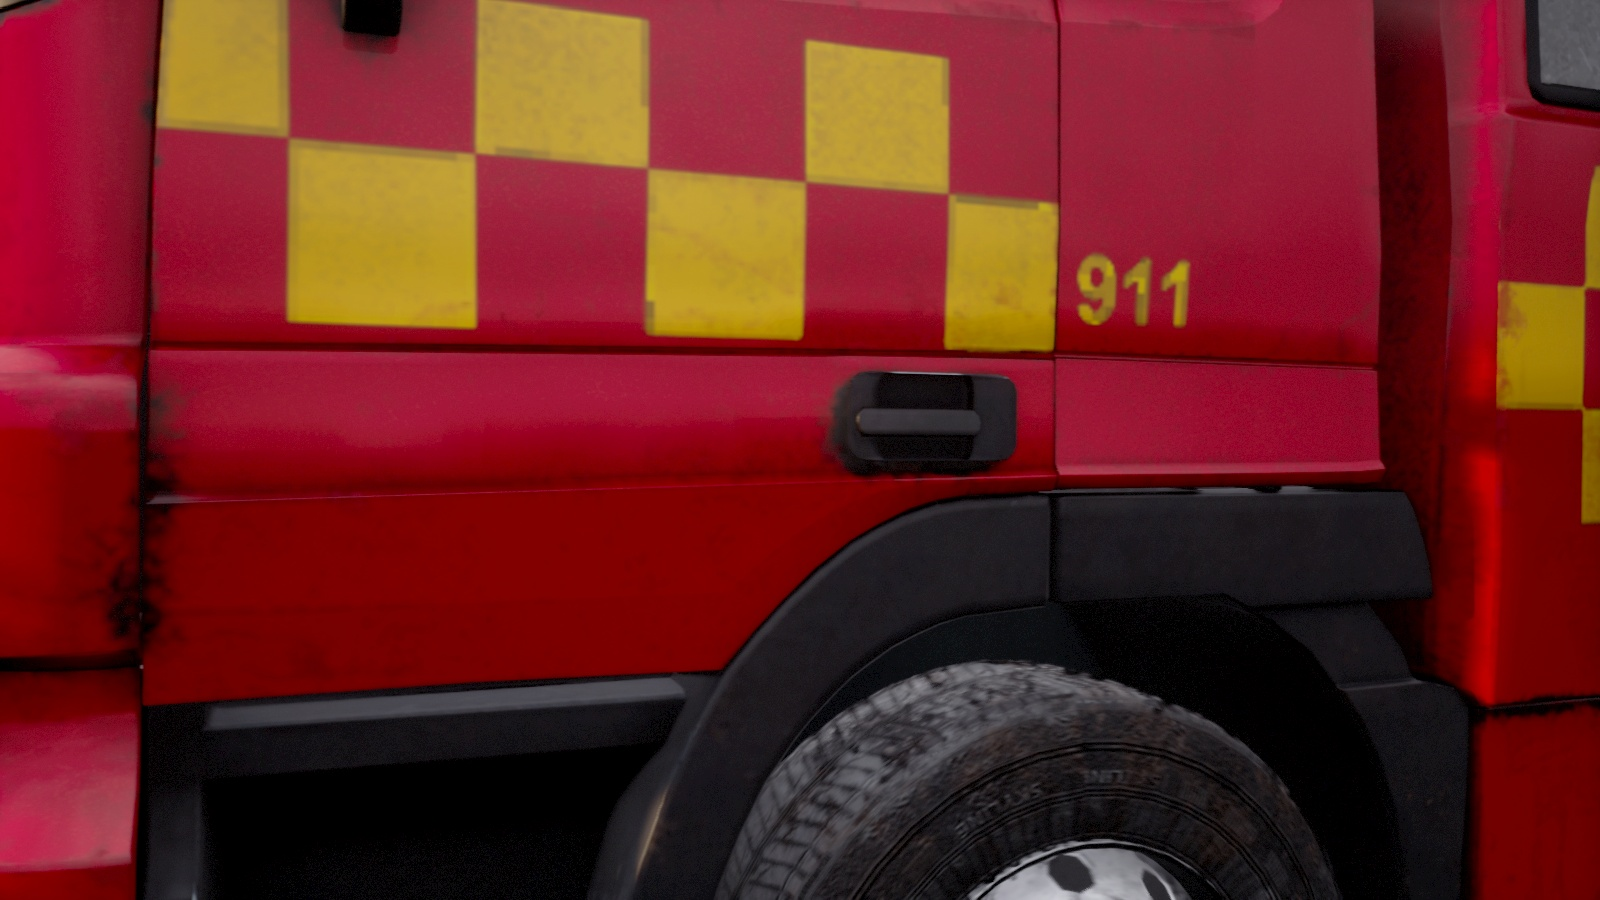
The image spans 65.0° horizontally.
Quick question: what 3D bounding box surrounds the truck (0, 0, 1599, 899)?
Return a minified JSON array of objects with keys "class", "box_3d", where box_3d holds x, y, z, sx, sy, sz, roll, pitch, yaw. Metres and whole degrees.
[{"class":"truck","box_3d":[2.122,-0.454,4.023,8.468,3.827,2.891,-1,1,-21]}]
